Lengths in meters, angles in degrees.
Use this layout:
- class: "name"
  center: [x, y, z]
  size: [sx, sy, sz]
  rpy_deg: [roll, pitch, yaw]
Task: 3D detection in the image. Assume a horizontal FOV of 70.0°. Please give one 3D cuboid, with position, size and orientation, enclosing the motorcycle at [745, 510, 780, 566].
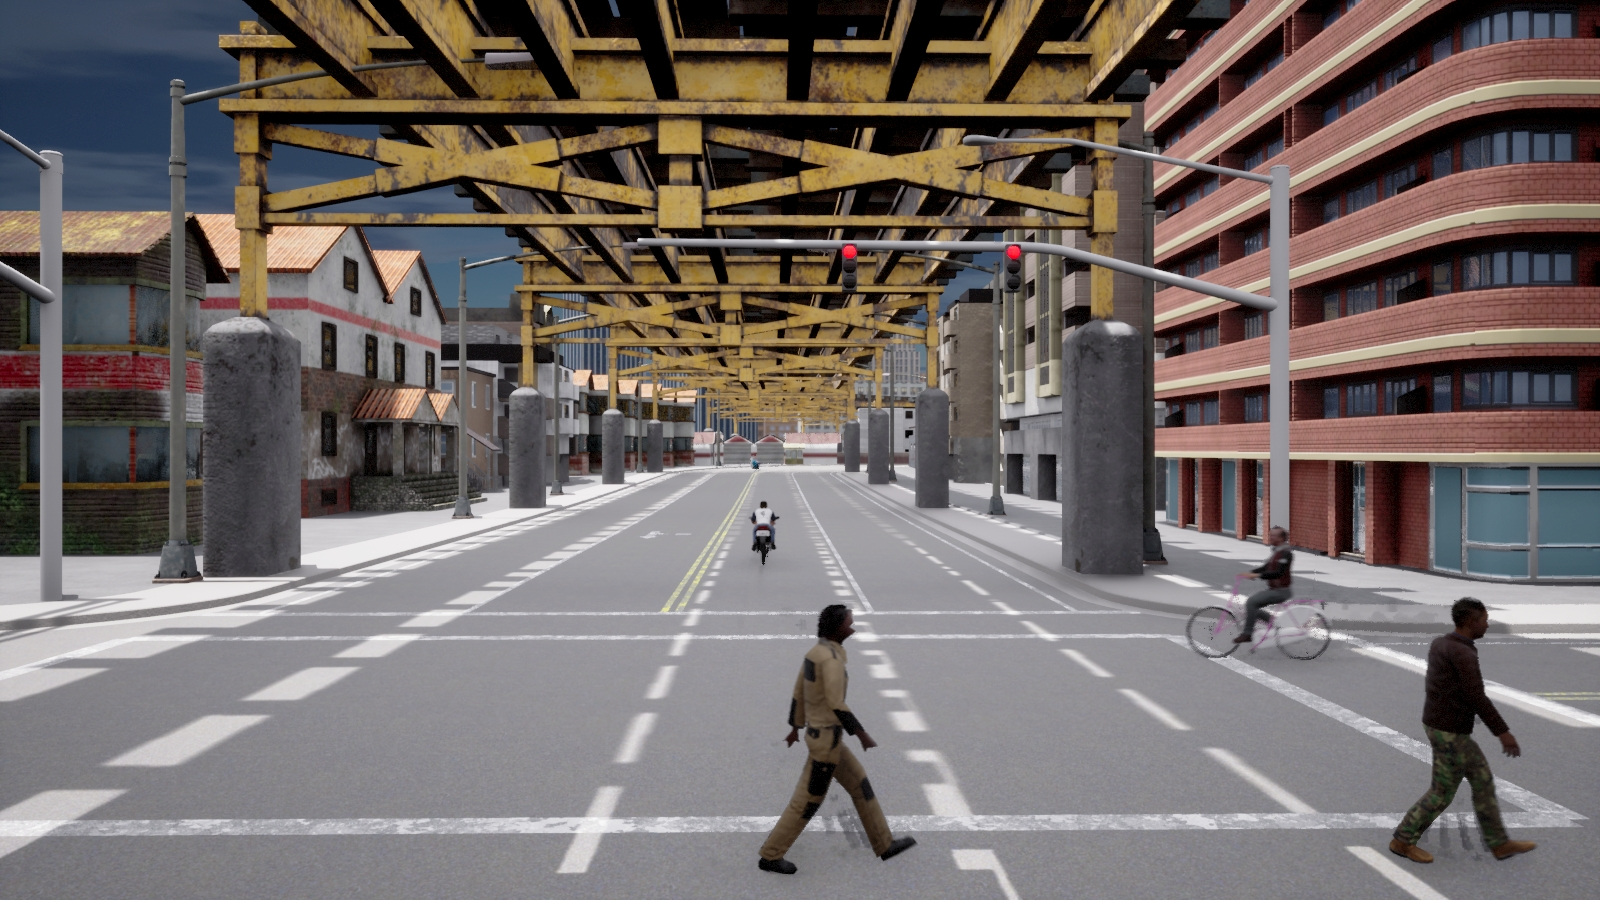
- class: "motorcycle"
  center: [-0.912, 2.173, 28.551]
  size: [0.803, 1.224, 2.033]
  rpy_deg: [-1, 0, 0]

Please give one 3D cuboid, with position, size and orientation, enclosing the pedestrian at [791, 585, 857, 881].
- class: "pedestrian"
  center: [0.154, 1.848, 7.583]
  size: [0.375, 1.860, 0.375]
  rpy_deg: [0, 0, -9]

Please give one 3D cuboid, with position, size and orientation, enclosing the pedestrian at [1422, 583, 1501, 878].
- class: "pedestrian"
  center: [4.427, 1.848, 7.657]
  size: [0.375, 1.860, 0.375]
  rpy_deg: [0, 0, 16]

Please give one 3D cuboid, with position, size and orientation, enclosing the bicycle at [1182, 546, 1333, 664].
- class: "bicycle"
  center: [6.064, 2.048, 15.180]
  size: [1.835, 1.496, 0.329]
  rpy_deg: [0, 0, 7]
